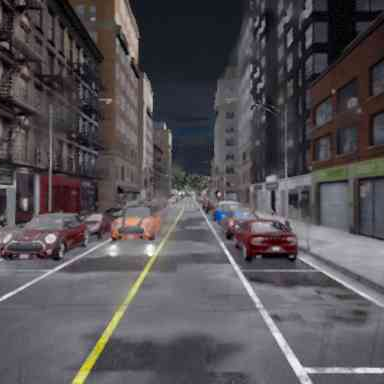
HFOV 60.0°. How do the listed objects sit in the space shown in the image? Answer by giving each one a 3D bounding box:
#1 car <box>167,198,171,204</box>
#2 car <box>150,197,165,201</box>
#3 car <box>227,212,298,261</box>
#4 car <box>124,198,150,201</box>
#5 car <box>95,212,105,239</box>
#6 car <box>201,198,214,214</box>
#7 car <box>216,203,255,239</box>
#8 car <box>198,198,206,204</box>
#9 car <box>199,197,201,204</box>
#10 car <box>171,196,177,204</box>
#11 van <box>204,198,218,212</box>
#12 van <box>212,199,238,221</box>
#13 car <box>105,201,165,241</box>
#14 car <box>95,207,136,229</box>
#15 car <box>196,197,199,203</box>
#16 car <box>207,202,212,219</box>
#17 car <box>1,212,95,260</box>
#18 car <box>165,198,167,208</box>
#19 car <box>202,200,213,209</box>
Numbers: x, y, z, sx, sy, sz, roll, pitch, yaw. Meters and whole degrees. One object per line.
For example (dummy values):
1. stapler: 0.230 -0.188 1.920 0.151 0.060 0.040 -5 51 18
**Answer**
1. car: -5.397 1.878 58.105 2.192 1.841 5.009 0 -1 0
2. car: -5.396 1.770 46.749 2.192 1.841 5.009 0 -1 0
3. car: 2.639 1.670 12.673 1.887 1.381 4.507 0 -1 0
4. car: -5.394 1.607 29.715 2.192 1.841 5.009 0 -1 0
5. car: -5.393 1.763 18.356 1.802 1.307 4.206 0 -1 0
6. car: 2.641 1.716 41.068 2.192 1.841 5.009 0 -1 0
7. car: 2.639 1.621 18.352 1.967 1.590 4.097 0 -1 0
8. car: 2.642 2.417 90.590 1.887 1.381 4.507 0 -1 0
9. car: 2.641 1.824 52.425 2.192 1.841 5.009 0 -1 0
10. car: -5.411 2.343 84.939 1.752 1.417 4.829 0 -1 0
11. van: 2.641 1.796 46.746 1.690 1.788 3.998 0 -1 0
12. van: 2.640 1.577 24.032 1.690 1.788 3.998 0 -1 0
13. car: -2.819 1.525 17.603 2.097 1.767 4.553 0 0 0
14. car: -5.393 1.802 24.034 1.947 1.339 4.313 0 -1 0
15. car: 2.642 2.370 85.109 2.008 1.369 4.403 0 -1 0
16. car: 2.640 1.842 29.709 2.008 1.369 4.403 0 -1 0
17. car: -5.392 1.566 12.679 1.967 1.590 4.097 0 -1 0
18. car: -5.396 2.033 52.254 1.752 1.417 4.829 0 -1 0
19. car: 2.641 2.145 58.101 1.802 1.307 4.206 0 -1 0
